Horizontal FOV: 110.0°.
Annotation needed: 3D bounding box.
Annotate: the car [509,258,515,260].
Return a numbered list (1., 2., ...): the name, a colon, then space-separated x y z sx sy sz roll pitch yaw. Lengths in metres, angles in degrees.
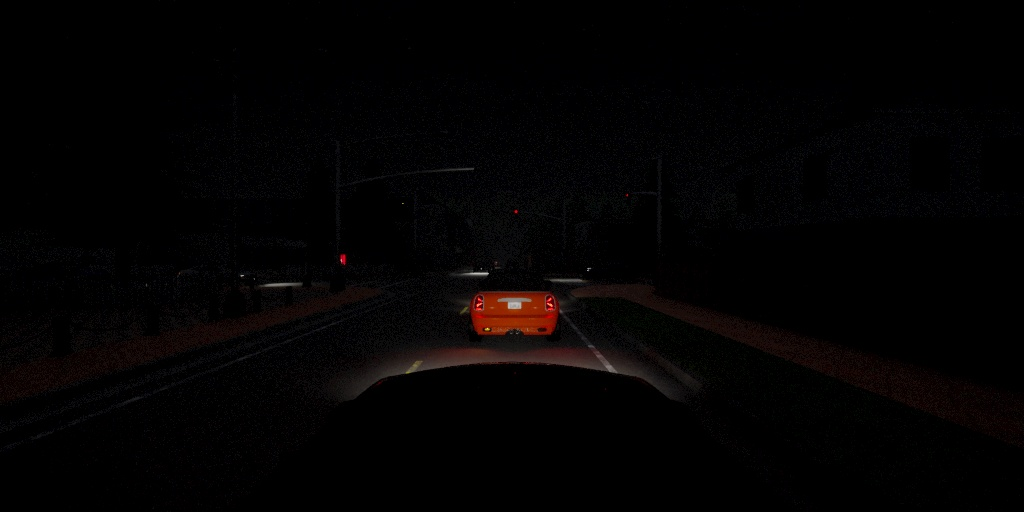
1. car: 0.043 1.241 48.464 2.128 1.511 4.902 0 0 0

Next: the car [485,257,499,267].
1. car: -3.591 1.102 64.877 2.097 1.767 4.553 0 0 0

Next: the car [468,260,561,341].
1. car: 0.067 1.102 9.977 2.097 1.767 4.553 0 0 0

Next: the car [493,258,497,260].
1. car: -3.620 1.314 54.294 1.994 1.385 4.181 0 0 0

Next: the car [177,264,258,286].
1. car: -20.010 1.291 24.465 4.674 1.442 1.812 0 0 -2

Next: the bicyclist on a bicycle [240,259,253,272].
1. bicyclist on a bicycle: -23.575 1.066 31.823 0.582 1.620 1.656 0 0 -2

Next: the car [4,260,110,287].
1. car: -30.190 1.243 24.149 5.008 1.535 1.882 0 0 -1

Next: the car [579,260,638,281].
1. car: 7.938 1.083 29.716 4.553 1.767 2.097 0 0 -6

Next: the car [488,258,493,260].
1. car: -3.619 1.314 44.326 1.994 1.385 4.181 0 0 0
